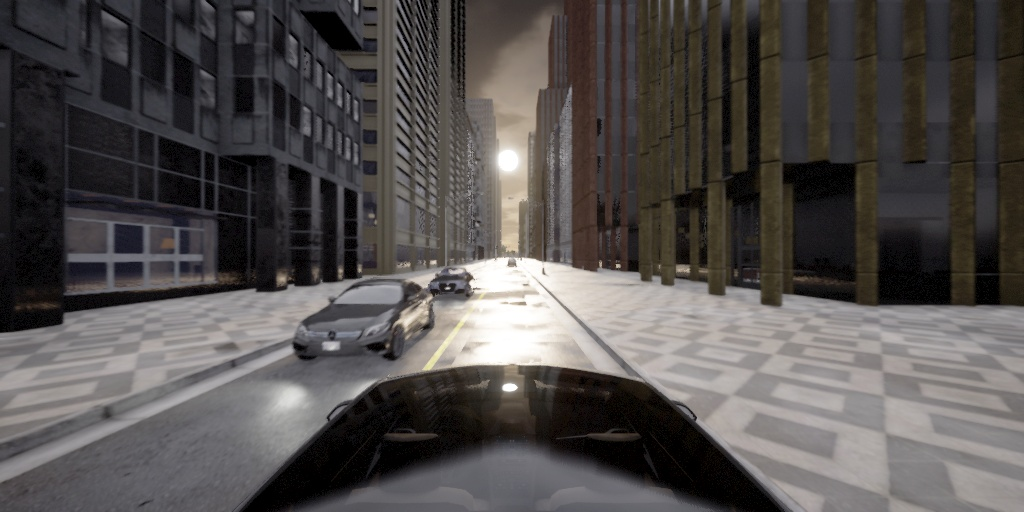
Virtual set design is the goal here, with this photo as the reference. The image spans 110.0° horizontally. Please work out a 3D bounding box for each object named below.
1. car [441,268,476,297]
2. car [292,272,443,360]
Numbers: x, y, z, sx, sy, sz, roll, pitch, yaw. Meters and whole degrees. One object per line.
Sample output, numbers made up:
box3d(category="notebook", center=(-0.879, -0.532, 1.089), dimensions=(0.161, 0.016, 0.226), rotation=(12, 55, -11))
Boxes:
box3d(category="car", center=(-3.001, 1.318, 18.715), dimensions=(1.994, 1.385, 4.181), rotation=(0, 0, 0))
box3d(category="car", center=(-3.081, 1.277, 8.452), dimensions=(1.812, 1.442, 4.674), rotation=(0, 0, 0))
